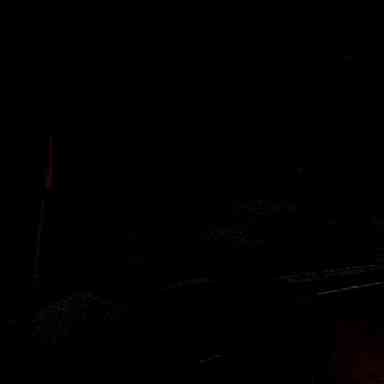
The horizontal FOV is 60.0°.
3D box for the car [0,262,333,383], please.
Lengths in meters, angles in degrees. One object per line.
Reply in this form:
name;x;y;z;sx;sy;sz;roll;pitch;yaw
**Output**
car;-0.544;1.533;3.292;4.674;1.442;1.812;0;0;-33
